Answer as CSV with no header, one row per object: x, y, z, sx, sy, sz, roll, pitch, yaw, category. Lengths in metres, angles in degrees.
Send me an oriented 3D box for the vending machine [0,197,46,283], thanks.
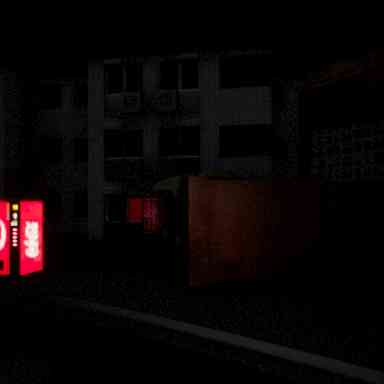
-4.672,1.195,8.870,0.880,2.100,1.100,0,0,22,vending machine
